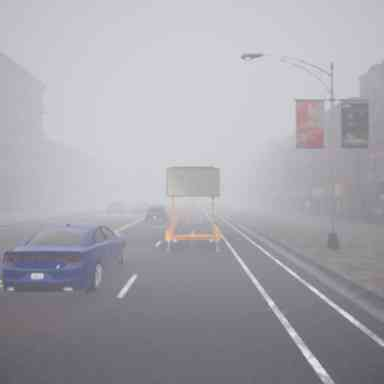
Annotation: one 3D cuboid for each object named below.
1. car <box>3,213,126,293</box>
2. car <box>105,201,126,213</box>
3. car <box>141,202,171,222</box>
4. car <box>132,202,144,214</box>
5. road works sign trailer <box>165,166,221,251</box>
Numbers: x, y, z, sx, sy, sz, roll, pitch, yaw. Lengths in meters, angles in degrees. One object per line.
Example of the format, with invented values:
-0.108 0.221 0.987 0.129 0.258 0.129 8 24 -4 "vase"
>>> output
-3.121 1.580 9.210 1.882 1.535 5.008 0 -1 0 "car"
-9.708 2.001 42.785 1.837 1.490 4.892 0 -1 0 "car"
-3.062 1.843 29.848 1.837 1.490 4.892 0 -1 0 "car"
-6.461 2.016 42.540 1.812 1.442 4.674 0 -1 0 "car"
0.046 0.627 14.935 2.380 3.560 2.880 0 -1 0 "road works sign trailer"
